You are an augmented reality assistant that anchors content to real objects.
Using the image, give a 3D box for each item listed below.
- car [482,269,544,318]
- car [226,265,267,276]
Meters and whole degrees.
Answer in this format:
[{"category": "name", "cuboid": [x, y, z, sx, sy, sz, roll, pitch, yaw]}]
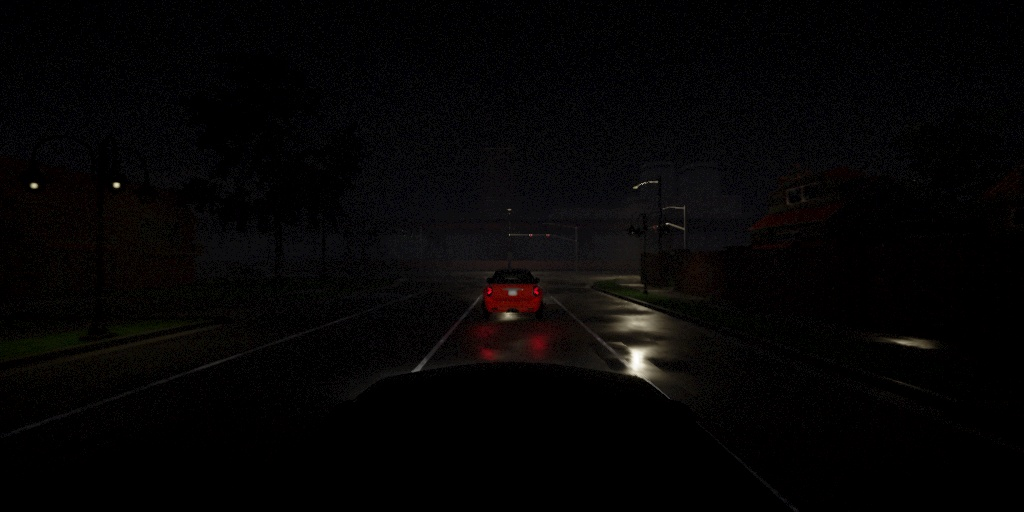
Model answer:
[{"category": "car", "cuboid": [0.045, 1.273, 14.022, 2.097, 1.767, 4.553, 0, -1, 1]}, {"category": "car", "cuboid": [-35.736, 1.892, 48.364, 4.902, 1.511, 2.128, 0, -1, 2]}]
